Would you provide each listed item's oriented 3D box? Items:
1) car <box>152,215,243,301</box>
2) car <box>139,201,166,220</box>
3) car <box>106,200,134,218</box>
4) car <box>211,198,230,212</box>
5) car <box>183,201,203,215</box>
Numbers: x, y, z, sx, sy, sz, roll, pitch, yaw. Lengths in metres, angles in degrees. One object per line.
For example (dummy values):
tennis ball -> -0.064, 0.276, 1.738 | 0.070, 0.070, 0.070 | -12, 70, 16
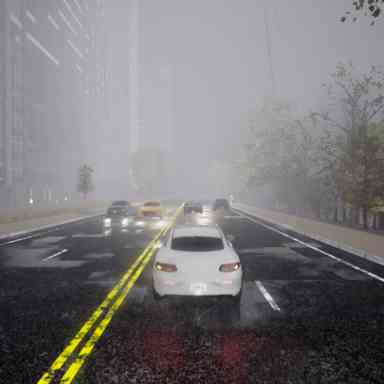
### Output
car -> 0.103, 1.525, 8.229 | 1.812, 1.442, 4.674 | 0, 0, 0
car -> -3.327, 1.475, 28.464 | 1.882, 1.535, 5.008 | 0, 0, 0
car -> -6.569, 1.502, 30.738 | 1.837, 1.490, 4.892 | 0, 0, 0
car -> 3.368, 1.502, 39.486 | 1.837, 1.490, 4.892 | 0, 0, 0
car -> 0.117, 1.598, 33.954 | 1.895, 1.301, 4.718 | 0, 0, 0
